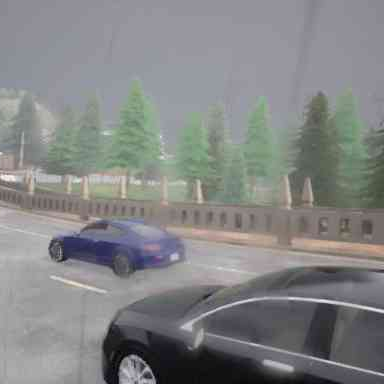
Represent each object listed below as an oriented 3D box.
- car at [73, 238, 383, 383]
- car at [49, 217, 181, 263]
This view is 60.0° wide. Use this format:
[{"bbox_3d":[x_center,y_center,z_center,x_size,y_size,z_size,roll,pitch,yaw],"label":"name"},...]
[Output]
[{"bbox_3d":[1.180,1.501,3.150,4.892,1.490,1.837,-1,0,35],"label":"car"},{"bbox_3d":[-2.327,1.482,9.949,4.674,1.442,1.812,1,1,35],"label":"car"}]
